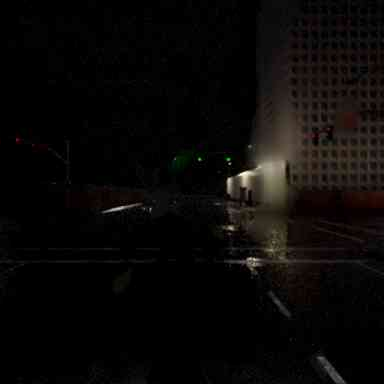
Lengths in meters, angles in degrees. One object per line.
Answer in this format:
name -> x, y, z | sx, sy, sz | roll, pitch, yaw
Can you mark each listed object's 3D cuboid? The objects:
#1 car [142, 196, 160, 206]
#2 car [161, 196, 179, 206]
car -> -7.047, 1.535, 54.834 | 2.128, 1.511, 4.902 | 0, 0, 1
car -> -3.549, 1.548, 54.717 | 1.837, 1.490, 4.892 | 0, 0, 0
